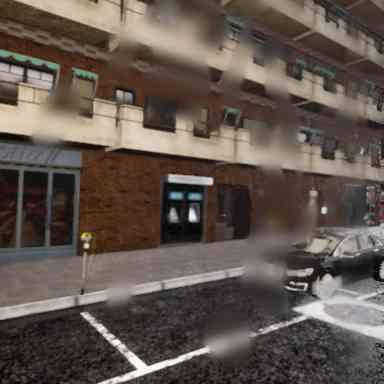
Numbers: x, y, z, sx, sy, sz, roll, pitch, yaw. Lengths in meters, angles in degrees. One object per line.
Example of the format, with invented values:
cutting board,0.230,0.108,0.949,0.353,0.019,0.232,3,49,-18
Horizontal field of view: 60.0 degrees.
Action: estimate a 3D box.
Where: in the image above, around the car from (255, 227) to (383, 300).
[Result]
car,3.529,1.631,8.584,4.403,1.369,2.008,1,2,-35
